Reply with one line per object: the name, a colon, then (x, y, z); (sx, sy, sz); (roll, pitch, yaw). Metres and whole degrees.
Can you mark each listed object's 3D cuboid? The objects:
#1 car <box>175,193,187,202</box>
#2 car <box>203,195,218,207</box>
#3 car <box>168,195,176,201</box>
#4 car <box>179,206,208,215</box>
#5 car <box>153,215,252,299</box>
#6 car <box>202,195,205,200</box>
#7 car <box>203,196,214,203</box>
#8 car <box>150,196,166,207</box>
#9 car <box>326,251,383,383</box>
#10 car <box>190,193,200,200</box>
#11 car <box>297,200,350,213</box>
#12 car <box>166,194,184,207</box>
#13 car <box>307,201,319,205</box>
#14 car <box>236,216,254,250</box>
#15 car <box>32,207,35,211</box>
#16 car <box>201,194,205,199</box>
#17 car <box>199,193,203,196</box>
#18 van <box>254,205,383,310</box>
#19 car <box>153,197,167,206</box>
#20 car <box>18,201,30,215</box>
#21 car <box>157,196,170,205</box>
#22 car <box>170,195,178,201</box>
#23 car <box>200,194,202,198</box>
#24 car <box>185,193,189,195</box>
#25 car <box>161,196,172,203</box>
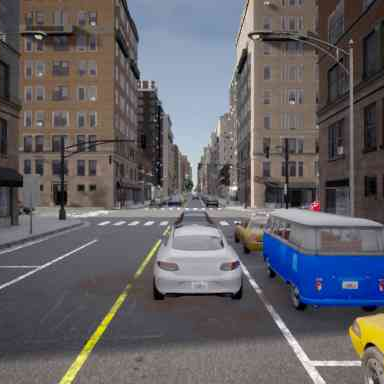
car: (-2.492, 1.481, 62.047); (1.882, 1.535, 5.008); (0, 0, 1)
car: (3.084, 1.570, 50.832); (1.947, 1.339, 4.313); (1, 0, 1)
car: (-4.957, 1.525, 83.955); (1.752, 1.417, 4.829); (1, 0, 1)
car: (0.120, 1.566, 15.682); (1.994, 1.385, 4.181); (0, 0, 0)
car: (0.092, 1.527, 8.322); (1.812, 1.442, 4.674); (0, 0, -1)
car: (3.165, 1.548, 56.362); (1.887, 1.381, 4.507); (1, 0, 1)
car: (3.327, 1.547, 67.422); (1.887, 1.381, 4.507); (1, 0, 1)
car: (-5.441, 1.587, 50.953); (1.802, 1.307, 4.206); (1, 0, 1)
car: (2.679, 1.526, 1.992); (1.752, 1.417, 4.829); (1, 0, 0)
car: (1.008, 1.521, 91.881); (1.812, 1.442, 4.674); (0, 0, 1)
car: (15.272, 1.712, 38.830); (5.357, 1.411, 2.033); (0, -1, 0)
car: (-2.661, 1.482, 52.278); (1.882, 1.535, 5.008); (0, 0, 1)
car: (15.621, 1.356, 35.582); (5.566, 2.045, 2.150); (0, -1, 0)
car: (2.700, 1.527, 13.339); (1.752, 1.417, 4.829); (1, 0, 0)
car: (-17.899, 1.369, 32.412); (4.892, 1.490, 1.837); (0, -1, 0)
car: (3.246, 1.554, 61.892); (2.008, 1.369, 4.403); (1, 0, 1)
car: (3.650, 1.548, 89.543); (2.008, 1.369, 4.403); (1, 0, 1)
van: (2.691, 1.342, 7.496); (1.690, 1.788, 3.998); (1, 0, 0)
car: (-5.360, 1.570, 56.481); (1.947, 1.339, 4.313); (1, 0, 1)
car: (-17.232, 1.362, 29.164); (4.674, 1.442, 1.812); (0, -1, 2)
car: (-5.279, 1.554, 62.010); (2.008, 1.369, 4.403); (1, 0, 1)
car: (-4.875, 1.564, 89.654); (1.947, 1.339, 4.313); (1, 0, 1)
car: (3.488, 1.566, 78.483); (1.947, 1.339, 4.313); (1, 0, 1)
car: (-2.263, 1.357, 73.263); (2.097, 1.767, 4.553); (0, 0, 1)
car: (-5.198, 1.548, 67.539); (1.887, 1.381, 4.507); (1, 0, 1)
